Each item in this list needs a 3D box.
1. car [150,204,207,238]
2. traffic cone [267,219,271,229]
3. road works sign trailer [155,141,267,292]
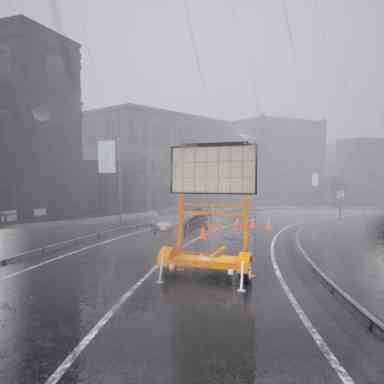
[{"bbox_3d":[-0.554,1.428,17.715,2.128,1.511,4.902,1,0,18],"label":"car"},{"bbox_3d":[4.840,2.015,21.031,0.340,0.580,0.340,2,0,14],"label":"traffic cone"},{"bbox_3d":[0.610,0.457,9.139,2.380,3.560,2.880,1,0,18],"label":"road works sign trailer"}]
